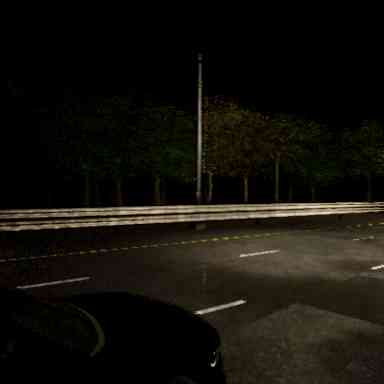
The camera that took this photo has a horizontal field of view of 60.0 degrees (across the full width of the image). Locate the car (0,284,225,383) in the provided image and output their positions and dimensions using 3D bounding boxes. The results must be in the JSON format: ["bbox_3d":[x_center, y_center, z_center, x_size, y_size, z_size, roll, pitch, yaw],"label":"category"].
[{"bbox_3d":[-1.982,1.445,2.460,5.008,1.535,1.882,0,0,-35],"label":"car"}]
